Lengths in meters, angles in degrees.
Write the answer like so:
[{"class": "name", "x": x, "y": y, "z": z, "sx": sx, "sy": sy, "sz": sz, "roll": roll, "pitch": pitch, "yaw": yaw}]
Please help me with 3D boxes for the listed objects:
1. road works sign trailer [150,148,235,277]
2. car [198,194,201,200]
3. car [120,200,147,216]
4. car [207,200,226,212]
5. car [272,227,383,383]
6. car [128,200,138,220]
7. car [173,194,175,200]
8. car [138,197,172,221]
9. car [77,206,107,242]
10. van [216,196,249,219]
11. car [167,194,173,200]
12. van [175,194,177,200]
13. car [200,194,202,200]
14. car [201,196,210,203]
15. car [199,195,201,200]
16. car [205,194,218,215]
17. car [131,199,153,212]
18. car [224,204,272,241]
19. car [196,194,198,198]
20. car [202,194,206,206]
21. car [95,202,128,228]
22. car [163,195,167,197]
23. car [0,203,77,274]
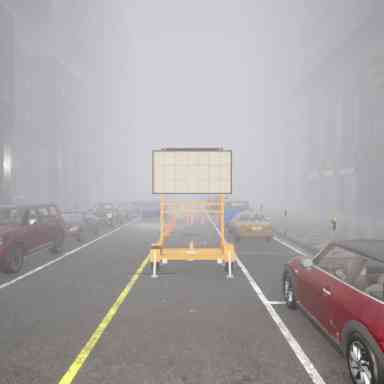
[{"class": "road works sign trailer", "x": 0.007, "y": 0.464, "z": 10.170, "sx": 2.380, "sy": 3.560, "sz": 2.880, "roll": 0, "pitch": 0, "yaw": 0}, {"class": "car", "x": 2.812, "y": 1.464, "z": 66.743, "sx": 1.967, "sy": 1.590, "sz": 4.097, "roll": 0, "pitch": 0, "yaw": 0}, {"class": "car", "x": -5.739, "y": 1.569, "z": 33.127, "sx": 1.947, "sy": 1.339, "sz": 4.313, "roll": 0, "pitch": 0, "yaw": 0}, {"class": "car", "x": 2.790, "y": 1.588, "z": 38.735, "sx": 1.802, "sy": 1.307, "sz": 4.206, "roll": 0, "pitch": 0, "yaw": 0}, {"class": "car", "x": 2.764, "y": 1.440, "z": 5.124, "sx": 1.967, "sy": 1.590, "sz": 4.097, "roll": 0, "pitch": 0, "yaw": 0}, {"class": "car", "x": -5.743, "y": 1.552, "z": 27.525, "sx": 2.008, "sy": 1.369, "sz": 4.403, "roll": 0, "pitch": 0, "yaw": 0}, {"class": "car", "x": -5.704, "y": 1.576, "z": 77.943, "sx": 1.887, "sy": 1.381, "sz": 4.507, "roll": 0, "pitch": 0, "yaw": 0}, {"class": "car", "x": -2.978, "y": 1.479, "z": 27.625, "sx": 1.882, "sy": 1.535, "sz": 5.008, "roll": 0, "pitch": 0, "yaw": 0}, {"class": "car", "x": -5.752, "y": 1.582, "z": 16.321, "sx": 1.802, "sy": 1.307, "sz": 4.206, "roll": 0, "pitch": 0, "yaw": 0}, {"class": "van", "x": 2.776, "y": 1.342, "z": 21.930, "sx": 1.690, "sy": 1.788, "sz": 3.998, "roll": 0, "pitch": 0, "yaw": 0}, {"class": "car", "x": -5.709, "y": 1.467, "z": 72.342, "sx": 1.967, "sy": 1.590, "sz": 4.097, "roll": 0, "pitch": 0, "yaw": 0}, {"class": "van", "x": -5.696, "y": 1.380, "z": 89.149, "sx": 1.690, "sy": 1.788, "sz": 3.998, "roll": 0, "pitch": 0, "yaw": 0}, {"class": "car", "x": 2.803, "y": 1.456, "z": 55.540, "sx": 1.967, "sy": 1.590, "sz": 4.097, "roll": 0, "pitch": 0, "yaw": 0}, {"class": "car", "x": 2.817, "y": 1.610, "z": 72.345, "sx": 1.802, "sy": 1.307, "sz": 4.206, "roll": 0, "pitch": 0, "yaw": 0}, {"class": "car", "x": 2.808, "y": 1.586, "z": 61.142, "sx": 1.947, "sy": 1.339, "sz": 4.313, "roll": 0, "pitch": 0, "yaw": 0}, {"class": "car", "x": 2.785, "y": 1.319, "z": 33.133, "sx": 2.192, "sy": 1.841, "sz": 5.009, "roll": 0, "pitch": 0, "yaw": 0}, {"class": "car", "x": -5.735, "y": 1.572, "z": 38.729, "sx": 1.947, "sy": 1.339, "sz": 4.313, "roll": 0, "pitch": 0, "yaw": 0}, {"class": "car", "x": 2.773, "y": 1.525, "z": 16.499, "sx": 1.752, "sy": 1.417, "sz": 4.829, "roll": 0, "pitch": 0, "yaw": 0}, {"class": "car", "x": 2.830, "y": 1.584, "z": 89.150, "sx": 1.887, "sy": 1.381, "sz": 4.507, "roll": 0, "pitch": 0, "yaw": 0}, {"class": "car", "x": 2.794, "y": 1.324, "z": 44.337, "sx": 2.192, "sy": 1.841, "sz": 5.009, "roll": 0, "pitch": 0, "yaw": 0}, {"class": "car", "x": -5.748, "y": 1.440, "z": 21.923, "sx": 1.967, "sy": 1.590, "sz": 4.097, "roll": 0, "pitch": 0, "yaw": 0}, {"class": "car", "x": -5.722, "y": 1.561, "z": 55.536, "sx": 1.887, "sy": 1.381, "sz": 4.507, "roll": 0, "pitch": 0, "yaw": 0}, {"class": "car", "x": -5.757, "y": 1.314, "z": 10.719, "sx": 2.192, "sy": 1.841, "sz": 5.009, "roll": 0, "pitch": 0, "yaw": 0}]
